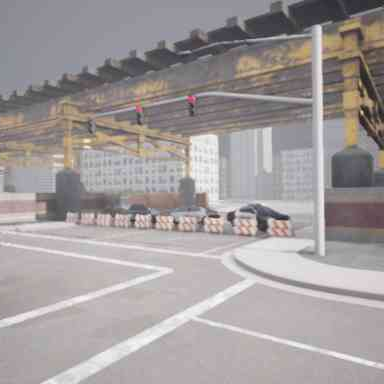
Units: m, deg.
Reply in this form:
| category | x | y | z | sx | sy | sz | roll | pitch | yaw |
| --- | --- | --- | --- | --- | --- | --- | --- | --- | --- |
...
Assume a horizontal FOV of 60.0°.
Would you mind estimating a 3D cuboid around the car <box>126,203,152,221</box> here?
| category | x | y | z | sx | sy | sz | roll | pitch | yaw |
| --- | --- | --- | --- | --- | --- | --- | --- | --- | --- |
| car | -4.332 | 1.543 | 26.577 | 1.853 | 1.218 | 4.536 | -1 | 0 | -11 |

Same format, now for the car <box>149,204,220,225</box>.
| category | x | y | z | sx | sy | sz | roll | pitch | yaw |
| --- | --- | --- | --- | --- | --- | --- | --- | --- | --- |
| car | -0.513 | 1.481 | 23.860 | 4.536 | 1.218 | 1.853 | -1 | 0 | -1 |

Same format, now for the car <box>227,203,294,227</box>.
| category | x | y | z | sx | sy | sz | roll | pitch | yaw |
| --- | --- | --- | --- | --- | --- | --- | --- | --- | --- |
| car | 4.239 | 1.411 | 21.432 | 1.853 | 1.218 | 4.536 | 0 | 0 | -26 |

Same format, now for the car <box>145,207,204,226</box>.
| category | x | y | z | sx | sy | sz | roll | pitch | yaw |
| --- | --- | --- | --- | --- | --- | --- | --- | --- | --- |
| car | -0.563 | 1.639 | 23.858 | 4.974 | 1.542 | 2.038 | -1 | 0 | -1 |

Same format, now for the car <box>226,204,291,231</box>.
| category | x | y | z | sx | sy | sz | roll | pitch | yaw |
| --- | --- | --- | --- | --- | --- | --- | --- | --- | --- |
| car | 4.264 | 1.568 | 21.384 | 2.038 | 1.542 | 4.974 | 0 | 0 | -26 |

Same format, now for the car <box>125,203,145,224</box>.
| category | x | y | z | sx | sy | sz | roll | pitch | yaw |
| --- | --- | --- | --- | --- | --- | --- | --- | --- | --- |
| car | -4.320 | 1.700 | 26.525 | 2.038 | 1.542 | 4.974 | -1 | 0 | -11 |
